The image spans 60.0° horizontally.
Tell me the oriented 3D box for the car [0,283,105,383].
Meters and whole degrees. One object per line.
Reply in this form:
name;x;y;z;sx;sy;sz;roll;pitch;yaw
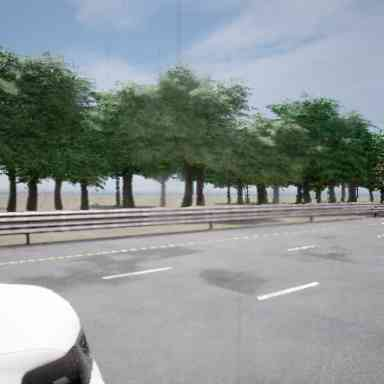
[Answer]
car;-3.249;1.220;1.553;5.566;2.045;2.150;0;0;-36
